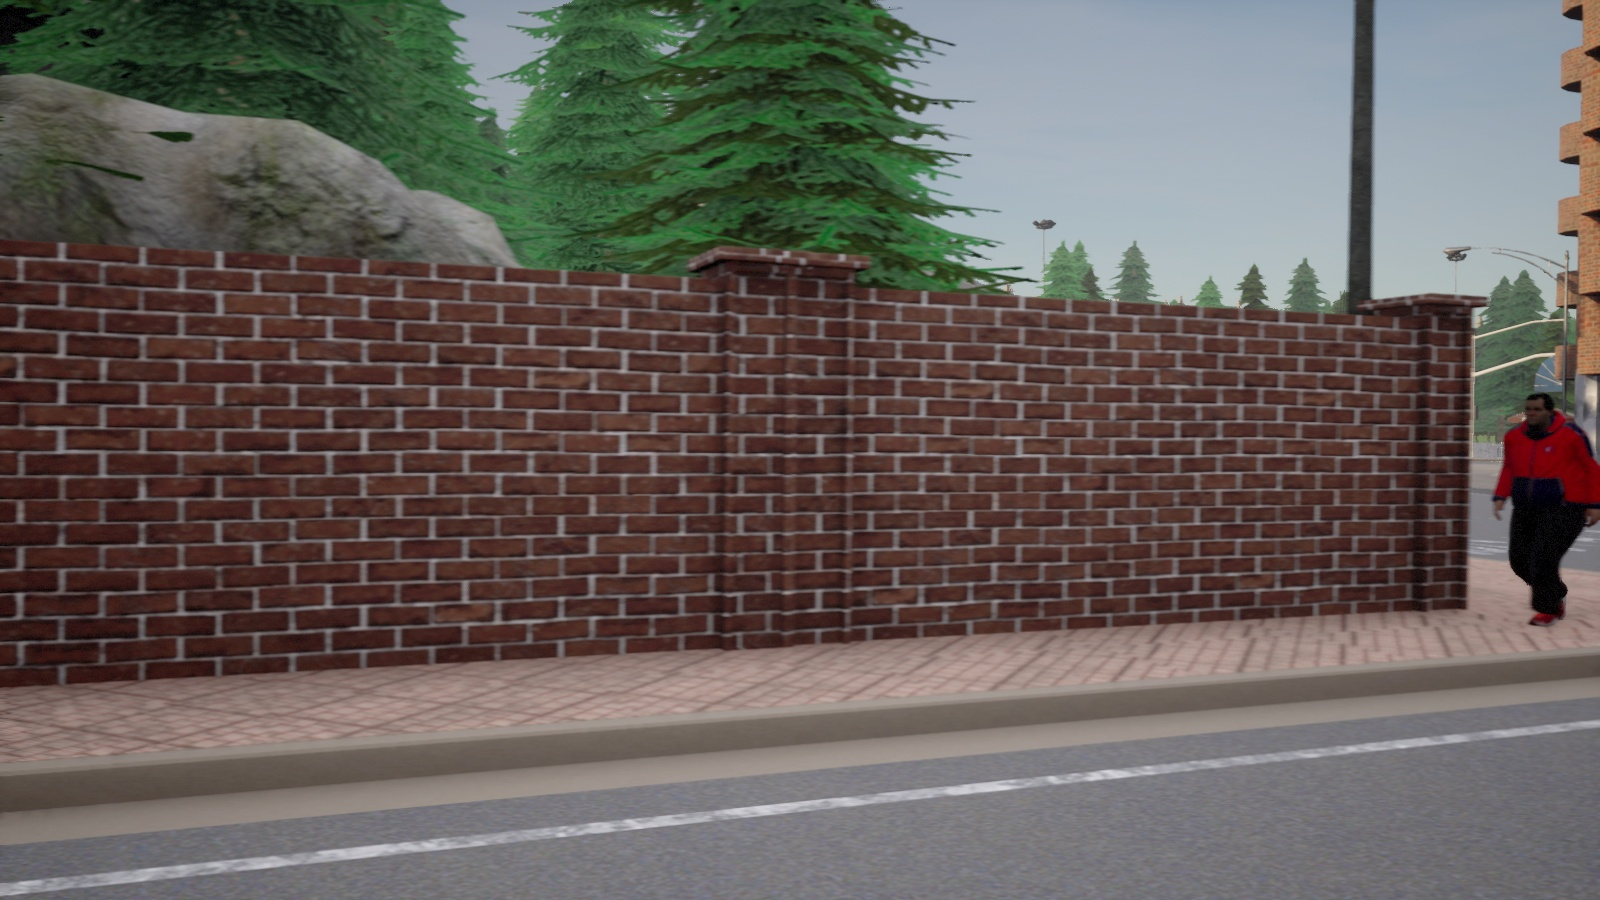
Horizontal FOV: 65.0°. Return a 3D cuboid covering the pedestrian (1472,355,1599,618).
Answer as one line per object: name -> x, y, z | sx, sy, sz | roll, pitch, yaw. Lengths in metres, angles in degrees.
pedestrian -> 5.558, 0.245, 9.289 | 0.899, 1.844, 0.634 | -1, 1, -27
